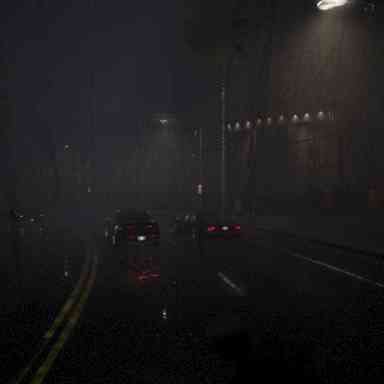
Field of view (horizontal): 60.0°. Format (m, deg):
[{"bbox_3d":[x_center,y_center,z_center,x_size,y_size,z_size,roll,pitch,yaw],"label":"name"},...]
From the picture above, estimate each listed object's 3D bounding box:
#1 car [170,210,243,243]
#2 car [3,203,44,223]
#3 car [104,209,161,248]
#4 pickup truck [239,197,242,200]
[{"bbox_3d":[0.505,1.561,16.211,2.033,1.411,5.357,0,0,-21],"label":"car"},{"bbox_3d":[-13.175,1.600,25.841,2.033,1.411,5.357,0,0,-41],"label":"car"},{"bbox_3d":[-2.773,1.514,14.986,1.837,1.490,4.892,0,0,-21],"label":"car"},{"bbox_3d":[8.259,1.088,42.332,2.390,2.098,6.274,0,0,37],"label":"pickup truck"}]
